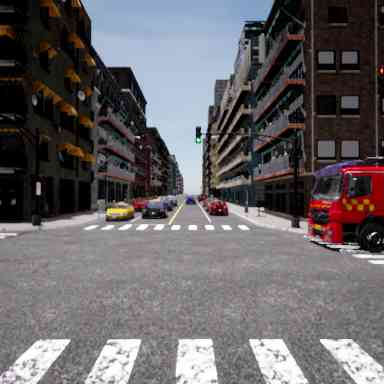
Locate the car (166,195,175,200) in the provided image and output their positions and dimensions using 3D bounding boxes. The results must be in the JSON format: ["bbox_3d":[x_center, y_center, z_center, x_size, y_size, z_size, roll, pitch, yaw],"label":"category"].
[{"bbox_3d":[-6.039,1.552,93.522,2.008,1.369,4.403,1,0,0],"label":"car"}]

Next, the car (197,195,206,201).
[{"bbox_3d":[2.384,1.564,82.494,1.947,1.339,4.313,1,0,0],"label":"car"}]

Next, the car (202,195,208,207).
[{"bbox_3d":[2.553,1.435,38.307,1.967,1.590,4.097,1,0,0],"label":"car"}]

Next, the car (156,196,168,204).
[{"bbox_3d":[-5.934,1.547,65.906,2.008,1.369,4.403,1,0,0],"label":"car"}]

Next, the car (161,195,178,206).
[{"bbox_3d":[-3.274,1.487,52.181,2.128,1.511,4.902,0,0,0],"label":"car"}]

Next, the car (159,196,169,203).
[{"bbox_3d":[-5.955,1.541,71.429,1.887,1.381,4.507,1,0,0],"label":"car"}]

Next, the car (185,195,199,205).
[{"bbox_3d":[-0.224,1.521,59.033,1.812,1.442,4.674,0,0,0],"label":"car"}]

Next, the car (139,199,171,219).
[{"bbox_3d":[-3.201,1.560,29.225,1.994,1.385,4.181,0,0,0],"label":"car"}]

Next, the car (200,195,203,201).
[{"bbox_3d":[2.510,1.577,49.353,1.802,1.307,4.206,1,0,0],"label":"car"}]

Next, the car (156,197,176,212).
[{"bbox_3d":[-3.237,1.558,38.772,1.994,1.385,4.181,0,0,0],"label":"car"}]

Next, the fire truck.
[{"bbox_3d":[9.561,0.525,14.077,8.468,3.827,2.891,1,0,-1],"label":"fire truck"}]

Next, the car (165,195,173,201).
[{"bbox_3d":[-6.017,1.525,87.828,1.752,1.417,4.829,1,0,0],"label":"car"}]

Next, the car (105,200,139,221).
[{"bbox_3d":[-5.785,1.521,27.072,1.752,1.417,4.829,1,0,0],"label":"car"}]

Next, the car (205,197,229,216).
[{"bbox_3d":[2.574,1.540,32.783,1.887,1.381,4.507,1,0,0],"label":"car"}]

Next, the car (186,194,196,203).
[{"bbox_3d":[-0.262,1.348,69.009,2.097,1.767,4.553,0,0,0],"label":"car"}]

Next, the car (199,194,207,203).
[{"bbox_3d":[2.428,1.312,71.448,2.192,1.841,5.009,1,0,0],"label":"car"}]
